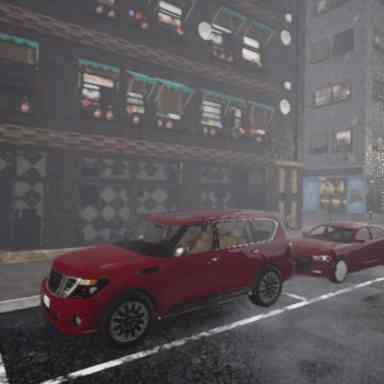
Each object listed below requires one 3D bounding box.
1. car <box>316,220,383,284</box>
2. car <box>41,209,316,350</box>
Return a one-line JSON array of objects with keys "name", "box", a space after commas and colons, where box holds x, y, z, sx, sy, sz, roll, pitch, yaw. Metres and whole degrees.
[{"name": "car", "box": [4.359, 1.541, 9.654, 4.507, 1.381, 1.887, 0, 1, -35]}, {"name": "car", "box": [-0.124, 1.314, 6.449, 5.009, 1.841, 2.192, 0, 1, -35]}]
